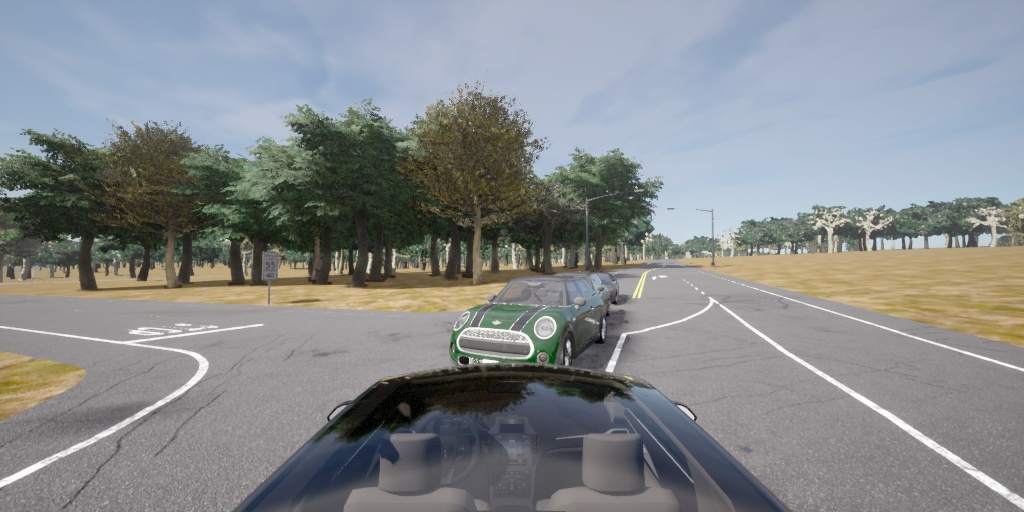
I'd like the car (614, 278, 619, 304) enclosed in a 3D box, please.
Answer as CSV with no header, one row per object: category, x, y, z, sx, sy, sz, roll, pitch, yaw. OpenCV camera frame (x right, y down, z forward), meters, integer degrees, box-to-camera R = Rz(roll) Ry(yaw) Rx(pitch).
car,4.236,1.508,17.800,1.994,1.385,4.181,-1,0,19

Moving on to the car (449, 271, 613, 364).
car,0.627,1.217,7.763,2.097,1.767,4.553,-1,-2,26
